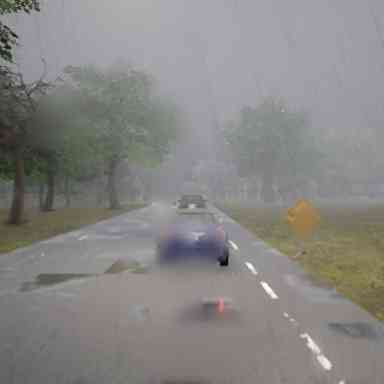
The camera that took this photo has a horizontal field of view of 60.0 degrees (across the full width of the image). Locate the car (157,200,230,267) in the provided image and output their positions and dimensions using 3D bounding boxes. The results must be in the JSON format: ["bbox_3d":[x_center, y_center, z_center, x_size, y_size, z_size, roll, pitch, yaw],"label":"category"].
[{"bbox_3d":[0.056,1.327,11.490,2.097,1.767,4.553,0,0,0],"label":"car"}]

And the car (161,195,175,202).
[{"bbox_3d":[-3.597,1.259,51.117,2.097,1.767,4.553,0,0,0],"label":"car"}]

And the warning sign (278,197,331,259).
[{"bbox_3d":[3.542,1.091,10.604,1.300,1.860,1.060,0,0,0],"label":"warning sign"}]

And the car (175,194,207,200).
[{"bbox_3d":[0.054,1.168,26.924,2.150,2.045,5.566,0,0,0],"label":"car"}]
